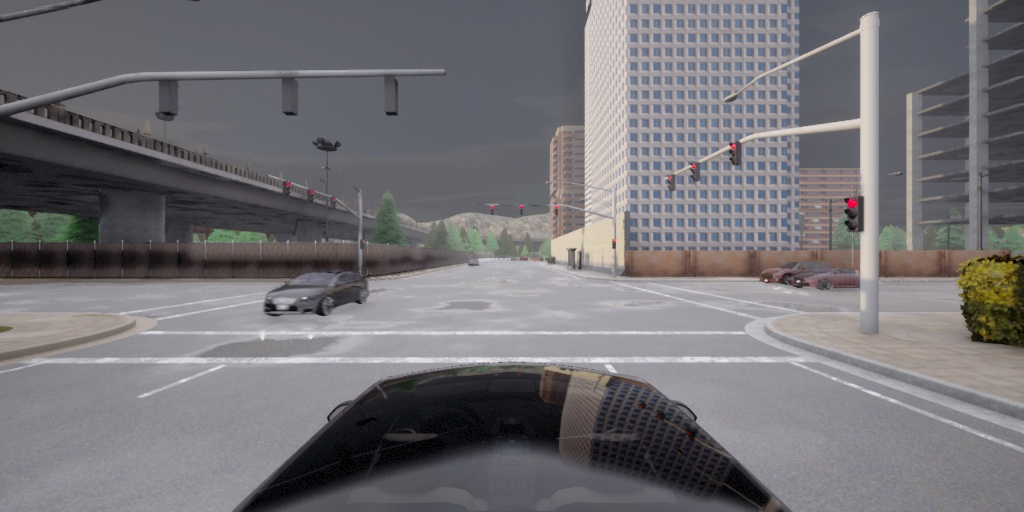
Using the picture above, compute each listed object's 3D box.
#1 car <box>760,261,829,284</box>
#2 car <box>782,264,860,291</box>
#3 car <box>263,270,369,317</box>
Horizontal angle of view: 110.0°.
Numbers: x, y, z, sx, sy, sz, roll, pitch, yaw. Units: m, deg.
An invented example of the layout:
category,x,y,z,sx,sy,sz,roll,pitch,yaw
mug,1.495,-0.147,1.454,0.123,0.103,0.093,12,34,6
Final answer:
category,x,y,z,sx,sy,sz,roll,pitch,yaw
car,20.191,1.156,25.333,4.553,1.767,2.097,0,0,0
car,19.424,1.368,21.832,4.181,1.385,1.994,0,0,0
car,-7.001,1.297,13.394,2.128,1.511,4.902,0,0,0
